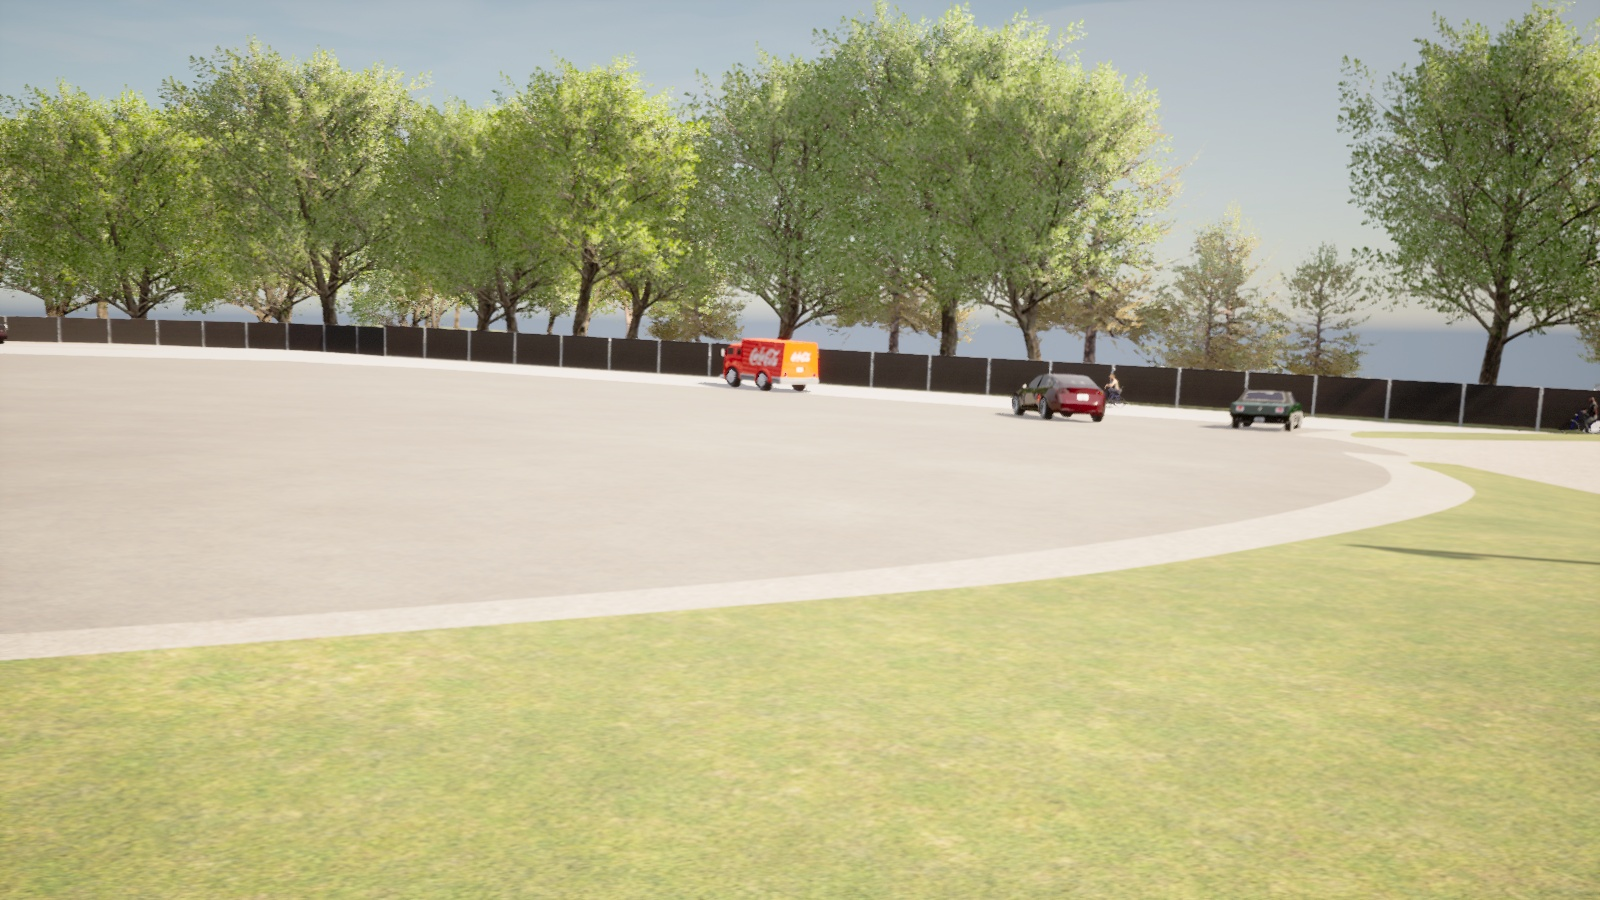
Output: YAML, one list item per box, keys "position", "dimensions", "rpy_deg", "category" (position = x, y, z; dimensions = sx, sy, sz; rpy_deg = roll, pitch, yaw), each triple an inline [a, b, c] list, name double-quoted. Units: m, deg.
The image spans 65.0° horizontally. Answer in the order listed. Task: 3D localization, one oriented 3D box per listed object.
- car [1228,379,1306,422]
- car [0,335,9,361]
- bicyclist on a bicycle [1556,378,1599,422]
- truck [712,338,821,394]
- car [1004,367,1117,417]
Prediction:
- position: [15.580, -1.685, 41.787]
  dimensions: [1.895, 1.301, 4.718]
  rpy_deg: [3, 4, 26]
  category: "car"
- position: [-50.993, -6.226, 76.808]
  dimensions: [3.988, 1.617, 1.851]
  rpy_deg: [-1, 6, -14]
  category: "car"
- position: [33.741, -2.145, 54.055]
  dimensions: [1.843, 1.776, 0.659]
  rpy_deg: [3, 7, 15]
  category: "bicyclist on a bicycle"
- position: [-1.724, -4.205, 61.882]
  dimensions: [2.627, 2.467, 5.204]
  rpy_deg: [-4, 8, -40]
  category: "truck"
- position: [8.522, -1.968, 41.514]
  dimensions: [2.163, 1.488, 4.792]
  rpy_deg: [1, 4, -7]
  category: "car"
